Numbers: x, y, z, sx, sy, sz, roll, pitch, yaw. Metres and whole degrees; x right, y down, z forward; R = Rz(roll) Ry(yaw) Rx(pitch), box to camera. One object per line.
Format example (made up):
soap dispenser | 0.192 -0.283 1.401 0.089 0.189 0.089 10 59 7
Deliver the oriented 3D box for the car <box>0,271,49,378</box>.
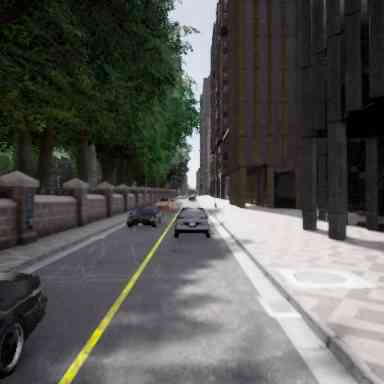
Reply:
car | -3.099 1.545 2.777 2.033 1.411 5.357 0 0 0

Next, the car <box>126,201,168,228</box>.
car | -3.021 1.549 22.265 2.033 1.411 5.357 0 0 1

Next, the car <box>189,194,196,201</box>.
car | 0.095 1.474 80.449 1.837 1.490 4.892 0 0 0

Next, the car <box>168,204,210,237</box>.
car | 0.018 1.555 18.119 2.033 1.411 5.357 0 0 0

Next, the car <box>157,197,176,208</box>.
car | -2.964 1.343 37.906 2.097 1.767 4.553 0 0 0

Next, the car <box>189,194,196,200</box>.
car | 0.107 1.373 90.873 1.812 1.442 4.674 0 0 0
